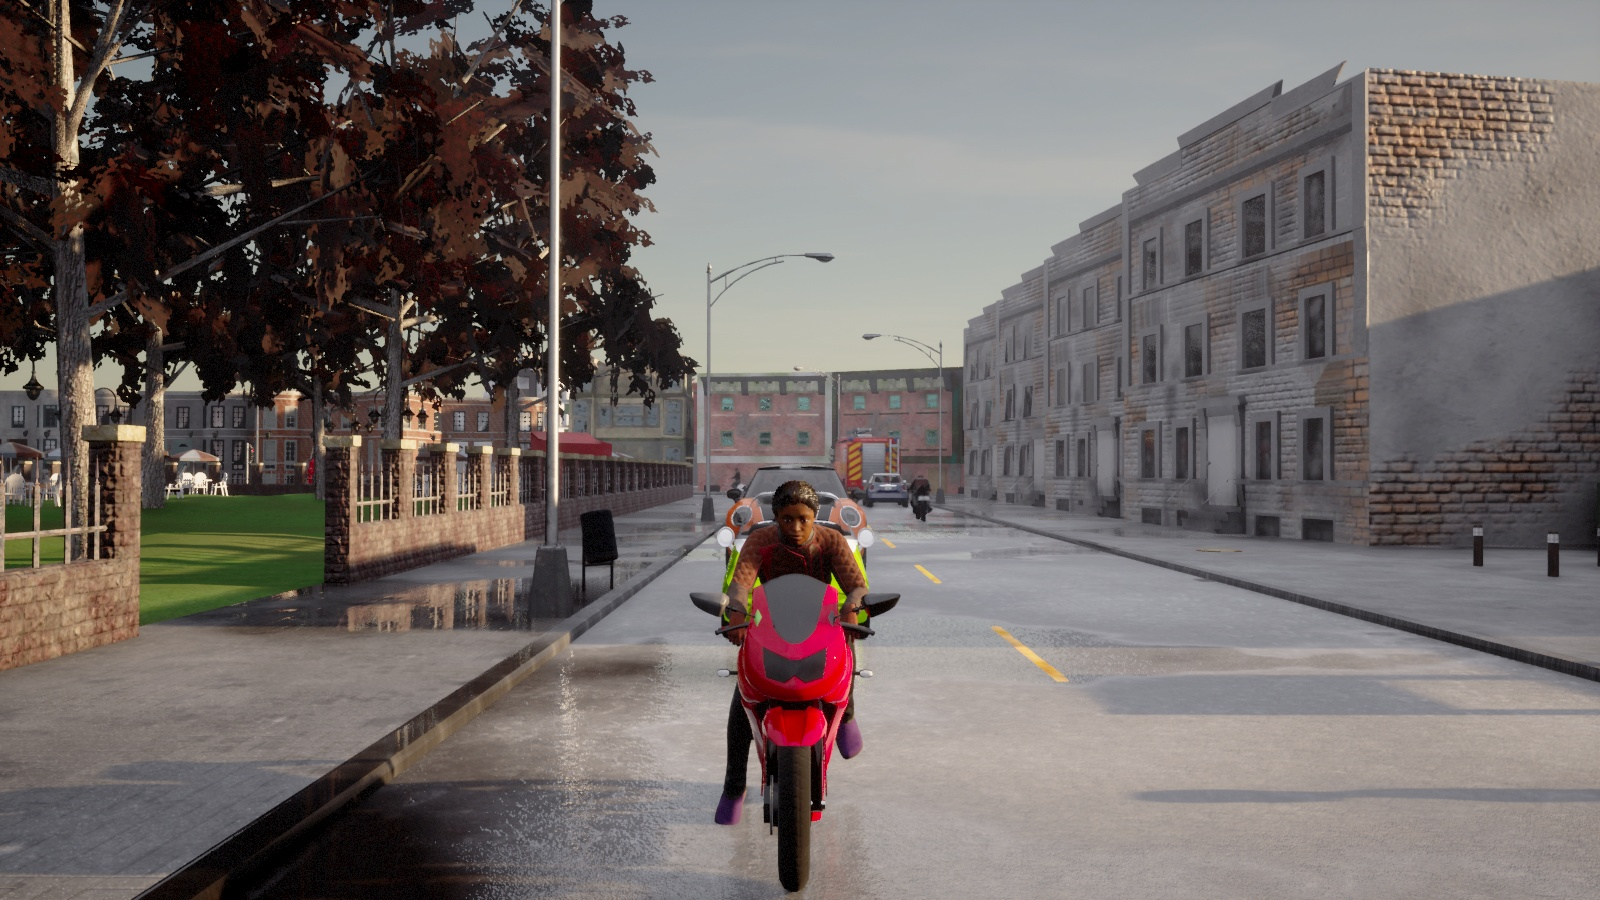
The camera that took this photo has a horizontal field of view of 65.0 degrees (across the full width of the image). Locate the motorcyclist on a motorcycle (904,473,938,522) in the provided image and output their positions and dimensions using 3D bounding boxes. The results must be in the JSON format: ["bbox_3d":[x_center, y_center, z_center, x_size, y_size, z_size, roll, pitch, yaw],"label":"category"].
[{"bbox_3d":[3.873,1.509,40.312,0.866,1.530,2.191,0,-1,0],"label":"motorcyclist on a motorcycle"}]

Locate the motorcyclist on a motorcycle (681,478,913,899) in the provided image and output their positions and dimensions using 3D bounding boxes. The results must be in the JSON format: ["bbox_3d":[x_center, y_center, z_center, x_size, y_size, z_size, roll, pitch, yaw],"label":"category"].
[{"bbox_3d":[-0.014,0.887,5.366,0.797,1.523,2.044,0,-1,0],"label":"motorcyclist on a motorcycle"}]

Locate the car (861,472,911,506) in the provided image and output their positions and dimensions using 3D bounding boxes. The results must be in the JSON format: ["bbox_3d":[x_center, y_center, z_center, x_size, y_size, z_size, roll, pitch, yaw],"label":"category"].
[{"bbox_3d":[3.810,1.705,56.151,1.970,1.475,3.806,0,-1,0],"label":"car"}]

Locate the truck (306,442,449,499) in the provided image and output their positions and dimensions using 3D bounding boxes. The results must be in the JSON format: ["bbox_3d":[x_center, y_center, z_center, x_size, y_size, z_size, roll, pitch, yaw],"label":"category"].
[{"bbox_3d":[-26.326,1.253,78.481,7.936,3.462,2.891,0,-1,0],"label":"truck"}]

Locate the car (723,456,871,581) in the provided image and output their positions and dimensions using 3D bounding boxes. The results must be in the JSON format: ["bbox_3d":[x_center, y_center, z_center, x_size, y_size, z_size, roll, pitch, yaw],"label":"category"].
[{"bbox_3d":[-0.053,1.011,20.120,2.097,1.767,4.553,0,-1,0],"label":"car"}]

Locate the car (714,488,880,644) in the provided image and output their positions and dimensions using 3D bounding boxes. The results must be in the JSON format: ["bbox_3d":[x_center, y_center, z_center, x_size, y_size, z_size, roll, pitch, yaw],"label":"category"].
[{"bbox_3d":[-0.032,1.077,12.395,1.481,1.376,2.207,0,-1,0],"label":"car"}]

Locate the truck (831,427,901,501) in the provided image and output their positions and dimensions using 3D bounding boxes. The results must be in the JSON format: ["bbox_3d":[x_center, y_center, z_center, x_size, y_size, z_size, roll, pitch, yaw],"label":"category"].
[{"bbox_3d":[3.544,0.800,69.462,2.891,3.827,8.468,0,-1,-4],"label":"truck"}]
